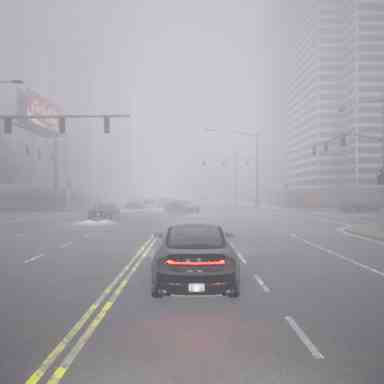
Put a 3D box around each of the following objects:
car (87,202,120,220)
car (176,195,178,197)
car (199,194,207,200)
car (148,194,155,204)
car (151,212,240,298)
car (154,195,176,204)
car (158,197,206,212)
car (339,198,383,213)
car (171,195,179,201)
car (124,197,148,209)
[{"bbox_3d":[-7.277,1.542,27.658,1.994,1.385,4.181,0,0,0],"label":"car"},{"bbox_3d":[-3.961,1.474,66.625,1.812,1.442,4.674,0,0,0],"label":"car"},{"bbox_3d":[2.912,1.286,88.755,2.097,1.767,4.553,0,0,0],"label":"car"},{"bbox_3d":[-7.452,1.554,59.955,1.895,1.301,4.718,0,0,0],"label":"car"},{"bbox_3d":[0.055,1.498,8.498,1.837,1.490,4.892,0,0,-1],"label":"car"},{"bbox_3d":[-3.906,1.453,49.030,2.128,1.511,4.902,0,0,0],"label":"car"},{"bbox_3d":[-1.158,1.520,34.897,2.033,1.411,5.357,0,0,-32],"label":"car"},{"bbox_3d":[18.443,1.450,35.712,5.008,1.535,1.882,0,0,-1],"label":"car"},{"bbox_3d":[-4.025,1.458,79.323,1.812,1.442,4.674,0,0,0],"label":"car"},{"bbox_3d":[-7.599,1.491,44.752,1.812,1.442,4.674,0,0,4],"label":"car"}]
